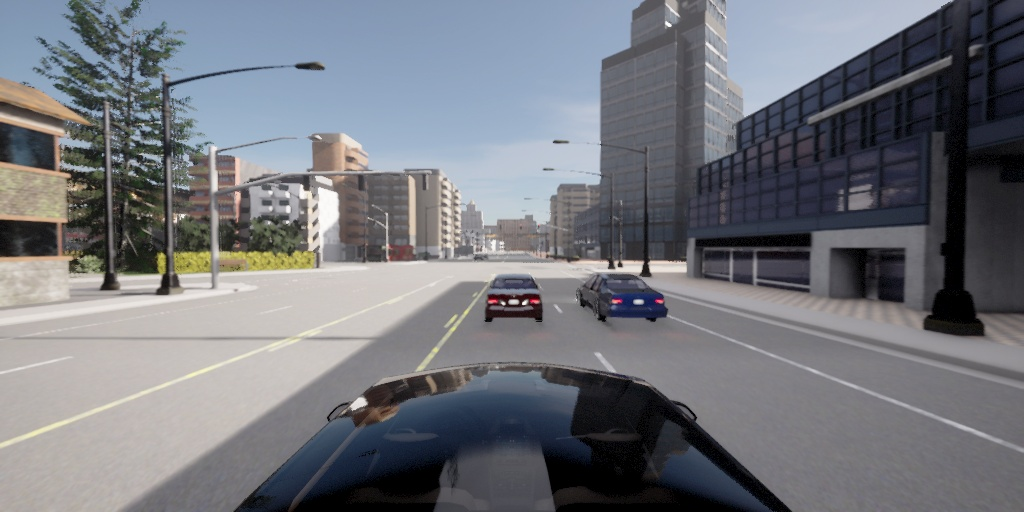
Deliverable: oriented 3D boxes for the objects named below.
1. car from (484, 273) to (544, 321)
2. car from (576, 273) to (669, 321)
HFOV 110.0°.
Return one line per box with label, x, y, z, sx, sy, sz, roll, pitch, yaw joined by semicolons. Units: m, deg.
car;0.064;1.316;12.539;2.033;1.411;5.357;0;0;0
car;3.564;1.316;12.557;2.033;1.411;5.357;0;0;0
